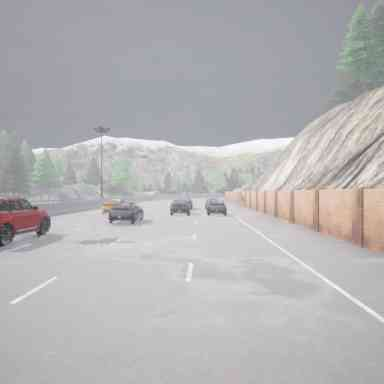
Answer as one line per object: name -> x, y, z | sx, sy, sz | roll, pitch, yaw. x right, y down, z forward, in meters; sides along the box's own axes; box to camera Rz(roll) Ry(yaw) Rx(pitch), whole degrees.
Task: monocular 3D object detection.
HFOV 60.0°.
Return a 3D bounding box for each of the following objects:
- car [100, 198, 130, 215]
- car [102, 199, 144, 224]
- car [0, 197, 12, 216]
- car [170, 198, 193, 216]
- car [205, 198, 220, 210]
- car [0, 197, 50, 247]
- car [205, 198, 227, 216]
car -> -8.058, 1.478, 35.330 | 1.882, 1.535, 5.008 | 0, 0, 1
car -> -4.822, 1.491, 24.824 | 2.128, 1.511, 4.902 | 0, 0, 1
car -> -18.843, 1.350, 30.515 | 2.097, 1.767, 4.553 | 0, 0, 2
car -> -1.115, 1.505, 33.045 | 1.837, 1.490, 4.892 | 0, 0, 1
car -> 2.642, 1.525, 43.256 | 1.812, 1.442, 4.674 | 0, 0, 1
car -> -8.570, 1.221, 15.141 | 2.150, 2.045, 5.566 | 0, 0, 1
car -> 2.381, 1.491, 32.811 | 2.128, 1.511, 4.902 | 0, 0, 1
